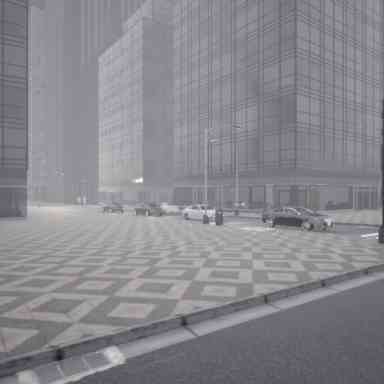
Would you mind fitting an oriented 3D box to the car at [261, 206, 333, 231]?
[{"bbox_3d":[6.784,1.683,21.902,2.128,1.511,4.902,0,-1,-35],"label":"car"}]

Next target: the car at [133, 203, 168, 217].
[{"bbox_3d":[-5.088,2.007,38.293,1.837,1.490,4.892,0,-1,-36],"label":"car"}]

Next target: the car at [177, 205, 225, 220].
[{"bbox_3d":[0.951,1.870,29.957,1.812,1.442,4.674,0,-1,-36],"label":"car"}]

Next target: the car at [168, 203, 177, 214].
[{"bbox_3d":[-3.499,2.054,41.536,1.812,1.442,4.674,0,-1,-36],"label":"car"}]

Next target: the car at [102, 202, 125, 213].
[{"bbox_3d":[-11.156,2.169,46.732,1.837,1.490,4.892,0,-1,-35],"label":"car"}]
